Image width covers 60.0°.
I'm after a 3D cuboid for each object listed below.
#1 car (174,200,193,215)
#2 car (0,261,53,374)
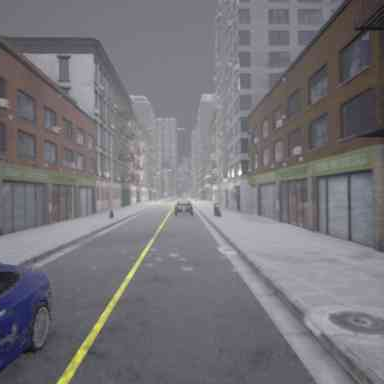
[{"bbox_3d":[-0.876,1.605,35.388,2.128,1.511,4.902,-1,0,-2],"label":"car"},{"bbox_3d":[-3.035,1.569,3.494,1.812,1.442,4.674,-1,0,-2],"label":"car"}]
